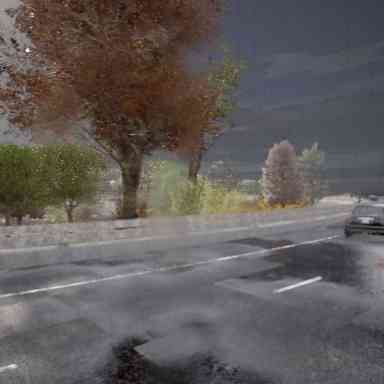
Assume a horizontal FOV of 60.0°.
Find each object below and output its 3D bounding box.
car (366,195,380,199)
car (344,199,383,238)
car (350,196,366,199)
[{"bbox_3d":[43.452,1.567,81.248,1.837,1.490,4.892,0,0,3],"label":"car"},{"bbox_3d":[9.658,1.406,17.194,2.097,1.767,4.553,0,0,44],"label":"car"},{"bbox_3d":[39.971,1.601,81.607,1.812,1.442,4.674,0,0,3],"label":"car"}]
